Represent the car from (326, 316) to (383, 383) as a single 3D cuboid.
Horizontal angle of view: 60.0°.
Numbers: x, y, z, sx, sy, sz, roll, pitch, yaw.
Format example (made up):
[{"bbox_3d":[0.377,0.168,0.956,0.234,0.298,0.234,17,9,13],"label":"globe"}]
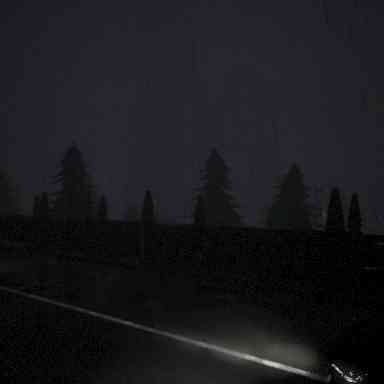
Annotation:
[{"bbox_3d":[3.649,1.681,2.554,4.892,1.490,1.837,-1,-3,33],"label":"car"}]
